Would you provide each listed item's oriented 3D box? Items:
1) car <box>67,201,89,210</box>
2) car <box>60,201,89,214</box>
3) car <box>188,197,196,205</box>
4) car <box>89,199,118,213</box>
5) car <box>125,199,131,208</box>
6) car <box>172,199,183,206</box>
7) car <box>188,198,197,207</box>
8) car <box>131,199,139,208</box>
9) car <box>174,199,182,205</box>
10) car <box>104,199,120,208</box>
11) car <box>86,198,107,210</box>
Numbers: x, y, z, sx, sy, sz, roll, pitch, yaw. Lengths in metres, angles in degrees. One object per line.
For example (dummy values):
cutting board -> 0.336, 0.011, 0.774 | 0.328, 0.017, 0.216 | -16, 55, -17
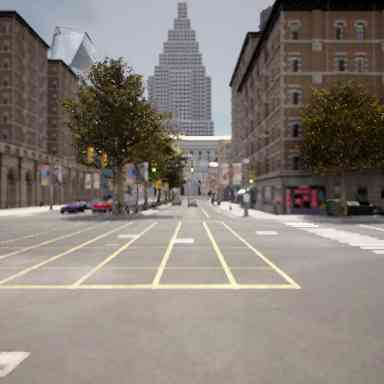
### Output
car -> -18.242, 2.174, 53.428 | 1.895, 1.301, 4.718 | 0, -1, 0
car -> -15.067, 2.060, 42.314 | 1.895, 1.301, 4.718 | 0, -1, 0
car -> 0.012, 2.256, 83.011 | 2.097, 1.767, 4.553 | 0, -1, 0
car -> -11.563, 1.950, 43.541 | 1.882, 1.535, 5.008 | 0, -1, 0
car -> -11.492, 2.084, 53.337 | 1.837, 1.490, 4.892 | 0, -1, 0
car -> -3.490, 2.337, 73.441 | 2.033, 1.411, 5.357 | 0, -1, 0
car -> 0.110, 2.286, 68.115 | 2.033, 1.411, 5.357 | 0, -1, 0
car -> -11.491, 2.039, 63.328 | 2.097, 1.767, 4.553 | 0, -1, 0
car -> -3.488, 2.399, 82.926 | 1.837, 1.490, 4.892 | 0, -1, 0
car -> -14.991, 2.156, 62.522 | 1.882, 1.535, 5.008 | 0, -1, 0
car -> -14.993, 1.921, 52.424 | 2.097, 1.767, 4.553 | 0, -1, 0
